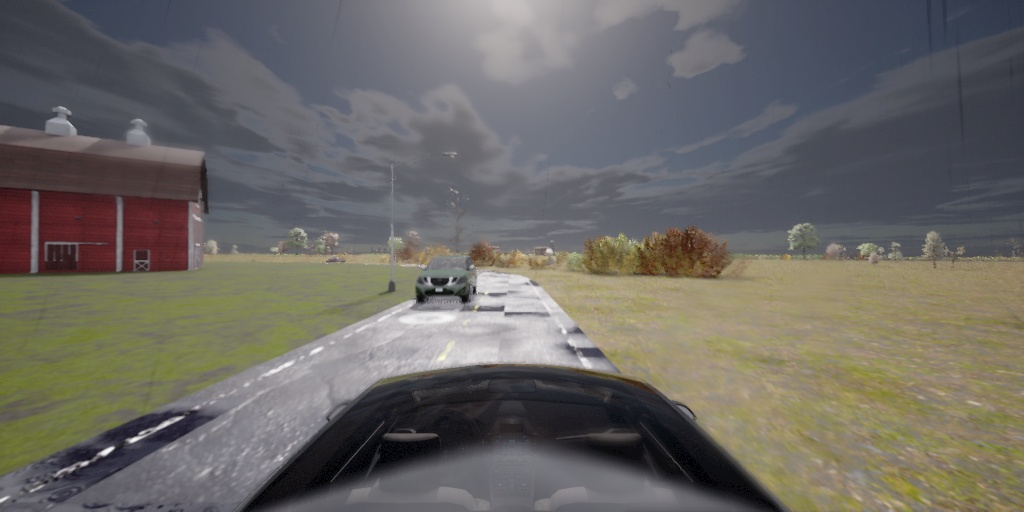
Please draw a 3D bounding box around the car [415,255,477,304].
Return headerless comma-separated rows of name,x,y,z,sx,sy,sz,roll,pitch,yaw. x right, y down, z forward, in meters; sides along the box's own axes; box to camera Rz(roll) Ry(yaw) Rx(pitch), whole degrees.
car,-2.873,0.972,16.833,2.150,2.045,5.566,0,0,0
